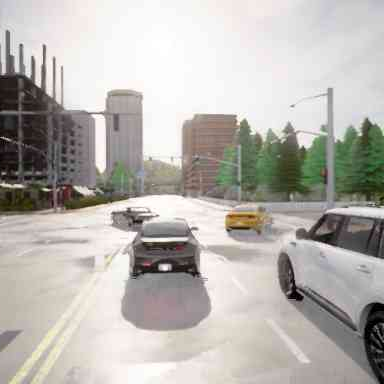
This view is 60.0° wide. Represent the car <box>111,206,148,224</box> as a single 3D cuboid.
[{"bbox_3d":[-4.084,1.641,22.977,1.895,1.301,4.718,0,0,-31],"label":"car"}]

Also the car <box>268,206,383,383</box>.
[{"bbox_3d":[3.119,1.213,5.272,2.150,2.045,5.566,0,0,-3],"label":"car"}]

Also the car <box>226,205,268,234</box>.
[{"bbox_3d":[3.446,1.482,19.689,1.882,1.535,5.008,-1,0,22],"label":"car"}]

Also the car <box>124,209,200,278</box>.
[{"bbox_3d":[-0.824,1.519,10.252,1.837,1.490,4.892,0,0,-4],"label":"car"}]
